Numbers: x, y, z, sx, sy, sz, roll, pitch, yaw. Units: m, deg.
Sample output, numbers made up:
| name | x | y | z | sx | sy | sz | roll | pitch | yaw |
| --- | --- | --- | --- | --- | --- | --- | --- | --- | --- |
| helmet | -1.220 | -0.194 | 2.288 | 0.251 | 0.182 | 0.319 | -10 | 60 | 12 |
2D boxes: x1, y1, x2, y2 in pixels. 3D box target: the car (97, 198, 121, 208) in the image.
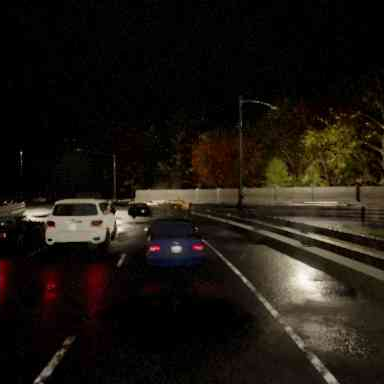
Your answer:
| name | x | y | z | sx | sy | sz | roll | pitch | yaw |
| --- | --- | --- | --- | --- | --- | --- | --- | --- | --- |
| car | -13.435 | 1.713 | 53.537 | 2.128 | 1.511 | 4.902 | 0 | 0 | -35 |

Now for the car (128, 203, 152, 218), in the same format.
| name | x | y | z | sx | sy | sz | roll | pitch | yaw |
| --- | --- | --- | --- | --- | --- | --- | --- | --- | --- |
| car | -5.153 | 1.779 | 32.863 | 1.994 | 1.385 | 4.181 | 0 | 0 | -17 |

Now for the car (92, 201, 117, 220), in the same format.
| name | x | y | z | sx | sy | sz | roll | pitch | yaw |
| --- | --- | --- | --- | --- | --- | --- | --- | --- | --- |
| car | -8.487 | 1.716 | 31.879 | 2.128 | 1.511 | 4.902 | 0 | 0 | -17 |

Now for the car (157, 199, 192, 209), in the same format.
| name | x | y | z | sx | sy | sz | roll | pitch | yaw |
| --- | --- | --- | --- | --- | --- | --- | --- | --- | --- |
| car | -2.177 | 1.539 | 39.909 | 1.882 | 1.535 | 5.008 | 0 | 0 | -45 |

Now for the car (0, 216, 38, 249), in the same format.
| name | x | y | z | sx | sy | sz | roll | pitch | yaw |
| --- | --- | --- | --- | --- | --- | --- | --- | --- | --- |
| car | -8.192 | 1.724 | 15.019 | 1.895 | 1.301 | 4.718 | 0 | 0 | -8 |

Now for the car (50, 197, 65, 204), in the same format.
| name | x | y | z | sx | sy | sz | roll | pitch | yaw |
| --- | --- | --- | --- | --- | --- | --- | --- | --- | --- |
| car | -31.551 | 1.929 | 77.904 | 1.812 | 1.442 | 4.674 | 0 | 0 | -43 |

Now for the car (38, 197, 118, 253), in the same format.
| name | x | y | z | sx | sy | sz | roll | pitch | yaw |
| --- | --- | --- | --- | --- | --- | --- | --- | --- | --- |
| car | -4.596 | 1.326 | 14.471 | 2.150 | 2.045 | 5.566 | 0 | 0 | -8 |

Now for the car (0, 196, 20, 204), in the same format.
| name | x | y | z | sx | sy | sz | roll | pitch | yaw |
| --- | --- | --- | --- | --- | --- | --- | --- | --- | --- |
| car | -43.439 | 1.860 | 79.611 | 4.553 | 1.767 | 2.097 | -1 | 0 | 39 |

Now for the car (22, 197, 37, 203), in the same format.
| name | x | y | z | sx | sy | sz | roll | pitch | yaw |
| --- | --- | --- | --- | --- | --- | --- | --- | --- | --- |
| car | -41.164 | 2.036 | 82.269 | 4.902 | 1.511 | 2.128 | -1 | 0 | 39 |

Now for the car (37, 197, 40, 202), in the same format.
| name | x | y | z | sx | sy | sz | roll | pitch | yaw |
| --- | --- | --- | --- | --- | --- | --- | --- | --- | --- |
| car | -38.866 | 2.040 | 84.909 | 4.674 | 1.442 | 1.812 | -1 | 0 | 39 |

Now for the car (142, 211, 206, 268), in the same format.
| name | x | y | z | sx | sy | sz | roll | pitch | yaw |
| --- | --- | --- | --- | --- | --- | --- | --- | --- | --- |
| car | -0.688 | 1.620 | 11.643 | 2.033 | 1.411 | 5.357 | 0 | 0 | -6 |

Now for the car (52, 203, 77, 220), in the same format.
| name | x | y | z | sx | sy | sz | roll | pitch | yaw |
| --- | --- | --- | --- | --- | --- | --- | --- | --- | --- |
| car | -12.167 | 1.803 | 31.858 | 1.994 | 1.385 | 4.181 | 0 | 0 | -18 |
